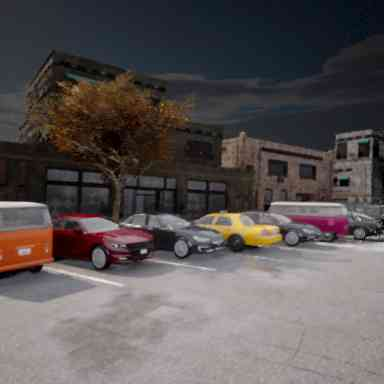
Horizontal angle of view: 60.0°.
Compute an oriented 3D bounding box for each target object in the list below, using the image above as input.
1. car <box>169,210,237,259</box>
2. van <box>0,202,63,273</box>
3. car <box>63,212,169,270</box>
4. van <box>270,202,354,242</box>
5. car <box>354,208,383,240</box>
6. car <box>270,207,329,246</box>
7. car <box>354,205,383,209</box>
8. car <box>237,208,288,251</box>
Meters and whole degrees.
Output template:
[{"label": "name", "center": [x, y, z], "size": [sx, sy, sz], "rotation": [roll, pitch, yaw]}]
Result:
[{"label": "car", "center": [-1.074, 1.534, 12.830], "size": [4.892, 1.521, 2.231], "rotation": [-1, -1, 35]}, {"label": "van", "center": [-5.940, 1.252, 9.498], "size": [4.442, 1.987, 1.878], "rotation": [-1, -1, 34]}, {"label": "car", "center": [-3.460, 1.495, 11.135], "size": [5.008, 1.535, 2.097], "rotation": [-1, -1, 35]}, {"label": "van", "center": [5.995, 1.545, 17.966], "size": [4.442, 1.987, 1.878], "rotation": [0, -2, 35]}, {"label": "car", "center": [8.476, 1.889, 19.571], "size": [4.892, 1.521, 2.231], "rotation": [0, -2, 35]}, {"label": "car", "center": [3.696, 1.673, 16.213], "size": [4.892, 1.521, 2.231], "rotation": [0, -2, 35]}, {"label": "car", "center": [13.295, 1.937, 22.949], "size": [5.566, 2.045, 2.435], "rotation": [0, -3, 35]}, {"label": "car", "center": [1.158, 1.590, 14.618], "size": [5.366, 1.575, 1.946], "rotation": [0, -2, 35]}]
